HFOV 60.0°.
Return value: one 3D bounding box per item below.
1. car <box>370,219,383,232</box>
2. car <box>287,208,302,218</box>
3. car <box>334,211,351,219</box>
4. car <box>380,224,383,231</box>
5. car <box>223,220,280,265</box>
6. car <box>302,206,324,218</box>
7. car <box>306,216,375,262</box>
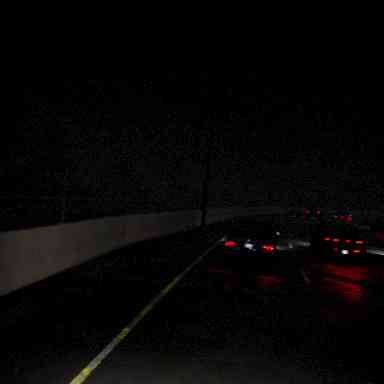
[{"bbox_3d":[19.587,3.448,34.093,1.895,1.301,4.718,4,-1,20],"label":"car"},{"bbox_3d":[16.928,3.389,54.529,1.994,1.385,4.181,4,-1,26],"label":"car"},{"bbox_3d":[19.695,3.293,43.611,2.097,1.767,4.553,4,-1,23],"label":"car"},{"bbox_3d":[9.736,2.435,13.607,2.033,1.411,5.357,4,-1,14],"label":"car"},{"bbox_3d":[2.433,1.859,13.212,2.033,1.411,5.357,4,-1,14],"label":"car"},{"bbox_3d":[18.447,3.124,49.918,2.150,2.045,5.566,4,-1,26],"label":"car"},{"bbox_3d":[6.636,2.167,15.478,1.837,1.490,4.892,4,0,14],"label":"car"}]
